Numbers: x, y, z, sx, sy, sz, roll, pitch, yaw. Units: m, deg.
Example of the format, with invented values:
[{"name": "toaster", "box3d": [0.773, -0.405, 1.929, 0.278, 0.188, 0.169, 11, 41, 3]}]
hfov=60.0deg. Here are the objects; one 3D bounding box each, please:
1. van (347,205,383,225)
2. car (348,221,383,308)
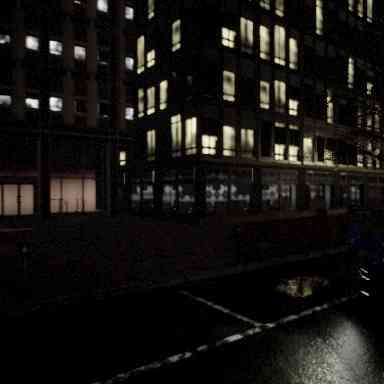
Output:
[{"name": "van", "box3d": [6.912, 1.316, 11.271, 3.998, 1.788, 1.690, 0, 0, -36]}, {"name": "car", "box3d": [5.410, 1.460, 6.945, 5.008, 1.535, 1.882, 0, 0, -35]}]
